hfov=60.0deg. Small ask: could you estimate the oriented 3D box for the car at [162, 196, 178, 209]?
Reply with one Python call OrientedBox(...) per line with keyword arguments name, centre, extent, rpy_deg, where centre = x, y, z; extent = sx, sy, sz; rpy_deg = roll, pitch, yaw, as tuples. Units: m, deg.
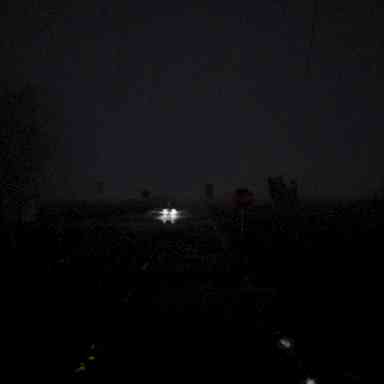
OrientedBox(name="car", centre=(-2.741, 1.262, 41.872), extent=(2.128, 1.511, 4.902), rpy_deg=(0, 0, 0))
